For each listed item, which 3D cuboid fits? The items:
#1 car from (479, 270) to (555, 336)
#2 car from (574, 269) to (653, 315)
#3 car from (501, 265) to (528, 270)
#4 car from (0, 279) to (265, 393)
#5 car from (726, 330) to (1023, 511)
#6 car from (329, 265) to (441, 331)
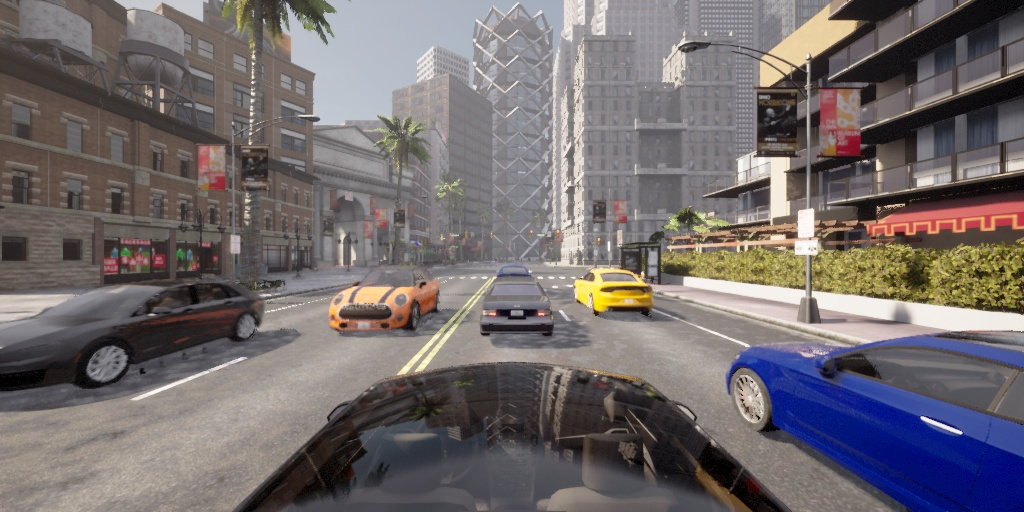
[{"bbox_3d":[0.108,1.297,10.386,2.033,1.411,5.357,0,0,0],"label":"car"},{"bbox_3d":[3.613,1.228,13.544,1.882,1.535,5.008,0,0,0],"label":"car"},{"bbox_3d":[0.116,1.228,20.173,1.882,1.535,5.008,0,0,0],"label":"car"},{"bbox_3d":[-7.092,1.255,6.969,1.837,1.490,4.892,0,0,0],"label":"car"},{"bbox_3d":[3.646,1.276,2.608,1.812,1.442,4.674,0,0,-1],"label":"car"},{"bbox_3d":[-3.583,1.102,10.941,2.097,1.767,4.553,0,0,0],"label":"car"}]
